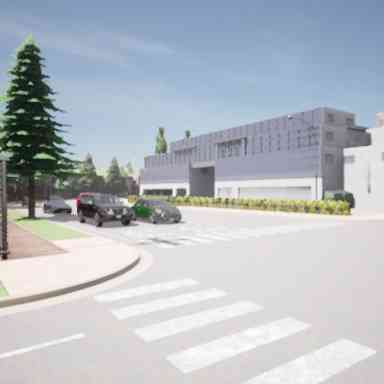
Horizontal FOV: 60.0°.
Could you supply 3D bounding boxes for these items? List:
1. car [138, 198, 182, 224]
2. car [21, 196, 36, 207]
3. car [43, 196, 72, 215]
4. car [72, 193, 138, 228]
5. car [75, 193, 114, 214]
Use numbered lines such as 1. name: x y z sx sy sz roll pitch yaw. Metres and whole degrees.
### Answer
1. car: -2.610 1.236 23.648 2.097 1.767 4.553 -1 0 -35
2. car: -24.736 1.404 50.433 2.128 1.511 4.902 -1 0 -26
3. car: -13.380 1.469 32.898 2.033 1.411 5.357 -1 1 -35
4. car: -6.016 1.145 22.401 2.150 2.045 5.566 -1 0 -35
5. car: -10.228 1.105 34.488 2.150 2.045 5.566 -1 0 -35
